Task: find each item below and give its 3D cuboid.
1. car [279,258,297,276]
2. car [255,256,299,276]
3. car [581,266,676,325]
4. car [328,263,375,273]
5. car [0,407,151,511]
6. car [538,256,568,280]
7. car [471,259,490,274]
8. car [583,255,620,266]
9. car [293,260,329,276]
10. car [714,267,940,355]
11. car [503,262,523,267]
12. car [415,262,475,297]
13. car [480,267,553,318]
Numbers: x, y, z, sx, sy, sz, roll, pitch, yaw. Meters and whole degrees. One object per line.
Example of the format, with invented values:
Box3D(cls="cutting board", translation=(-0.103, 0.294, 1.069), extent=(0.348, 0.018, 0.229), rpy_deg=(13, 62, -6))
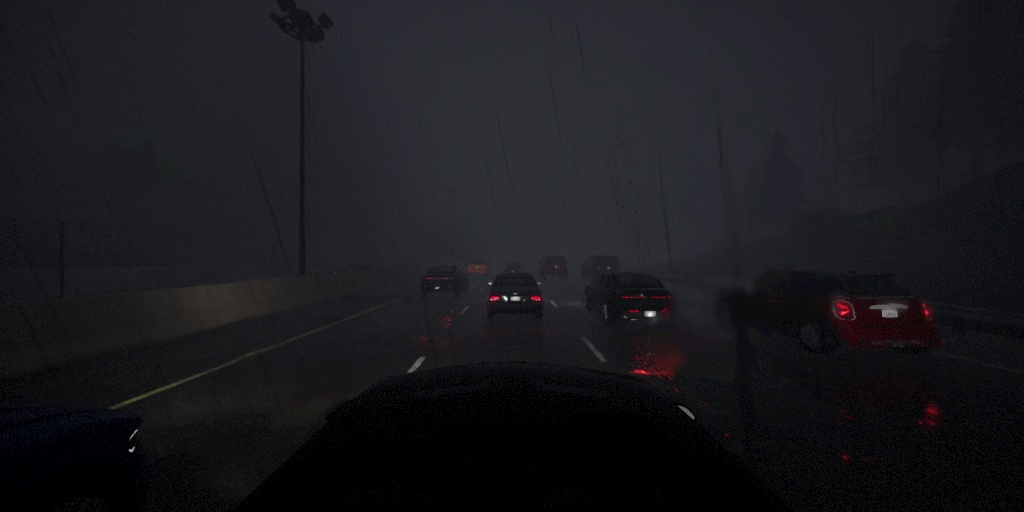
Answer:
Box3D(cls="car", translation=(-21.094, 1.265, 36.655), extent=(1.837, 1.490, 4.892), rpy_deg=(0, 0, 0))
Box3D(cls="car", translation=(-24.595, 0.980, 38.274), extent=(2.150, 2.045, 5.566), rpy_deg=(0, 0, 0))
Box3D(cls="car", translation=(3.598, 1.257, 11.742), extent=(1.837, 1.490, 4.892), rpy_deg=(0, 0, 0))
Box3D(cls="car", translation=(-14.102, 1.305, 32.606), extent=(2.033, 1.411, 5.357), rpy_deg=(0, 0, 0))
Box3D(cls="car", translation=(-3.412, 1.228, 0.351), extent=(1.882, 1.535, 5.008), rpy_deg=(0, 0, 0))
Box3D(cls="car", translation=(3.597, 0.977, 31.781), extent=(2.150, 2.045, 5.566), rpy_deg=(0, 0, 0))
Box3D(cls="car", translation=(-3.405, 1.109, 37.008), extent=(2.097, 1.767, 4.553), rpy_deg=(0, 0, 0))
Box3D(cls="car", translation=(7.097, 0.976, 28.959), extent=(2.150, 2.045, 5.566), rpy_deg=(0, 0, 0))
Box3D(cls="car", translation=(-17.597, 1.283, 32.958), extent=(1.812, 1.442, 4.674), rpy_deg=(0, 0, 0))
Box3D(cls="car", translation=(7.096, 1.103, 8.866), extent=(2.097, 1.767, 4.553), rpy_deg=(0, 0, 0))
Box3D(cls="car", translation=(0.096, 1.282, 35.857), extent=(1.812, 1.442, 4.674), rpy_deg=(0, 0, 0))
Box3D(cls="car", translation=(-3.402, 1.245, 18.749), extent=(2.128, 1.511, 4.902), rpy_deg=(0, 0, 0))
Box3D(cls="car", translation=(0.100, 1.300, 13.018), extent=(2.033, 1.411, 5.357), rpy_deg=(0, 0, 0))
